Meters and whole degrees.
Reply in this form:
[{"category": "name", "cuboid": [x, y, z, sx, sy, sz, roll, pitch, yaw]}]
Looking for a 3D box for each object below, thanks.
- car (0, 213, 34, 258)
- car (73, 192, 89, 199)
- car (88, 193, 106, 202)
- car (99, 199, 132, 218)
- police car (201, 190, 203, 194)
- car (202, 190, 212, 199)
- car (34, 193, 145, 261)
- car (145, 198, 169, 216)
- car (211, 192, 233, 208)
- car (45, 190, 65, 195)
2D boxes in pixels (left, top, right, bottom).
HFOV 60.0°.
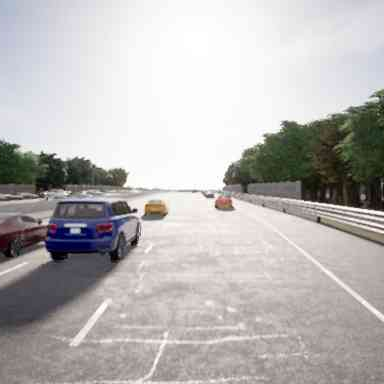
[{"category": "car", "cuboid": [-6.830, 1.496, 12.490, 1.812, 1.442, 4.674, 0, 0, 0]}, {"category": "car", "cuboid": [-23.978, 0.747, 72.047, 1.994, 1.385, 4.181, 0, 1, 0]}, {"category": "car", "cuboid": [-17.096, 0.928, 60.222, 1.837, 1.490, 4.892, 0, 1, 1]}, {"category": "car", "cuboid": [-6.702, 1.407, 29.685, 1.994, 1.385, 4.181, 0, 1, 0]}, {"category": "police car", "cuboid": [4.129, 0.455, 85.793, 2.038, 1.542, 4.974, 0, 1, 0]}, {"category": "car", "cuboid": [4.045, 0.656, 74.780, 2.128, 1.511, 4.902, 0, 1, 0]}, {"category": "car", "cuboid": [-3.333, 1.193, 12.239, 2.150, 2.045, 5.566, 0, 0, 0]}, {"category": "car", "cuboid": [-3.195, 1.309, 30.615, 1.882, 1.535, 5.008, 0, 1, 0]}, {"category": "car", "cuboid": [3.878, 1.039, 41.803, 2.097, 1.767, 4.553, 0, 1, 1]}, {"category": "car", "cuboid": [-27.517, 0.539, 66.870, 2.150, 2.045, 5.566, 0, 1, 0]}]
